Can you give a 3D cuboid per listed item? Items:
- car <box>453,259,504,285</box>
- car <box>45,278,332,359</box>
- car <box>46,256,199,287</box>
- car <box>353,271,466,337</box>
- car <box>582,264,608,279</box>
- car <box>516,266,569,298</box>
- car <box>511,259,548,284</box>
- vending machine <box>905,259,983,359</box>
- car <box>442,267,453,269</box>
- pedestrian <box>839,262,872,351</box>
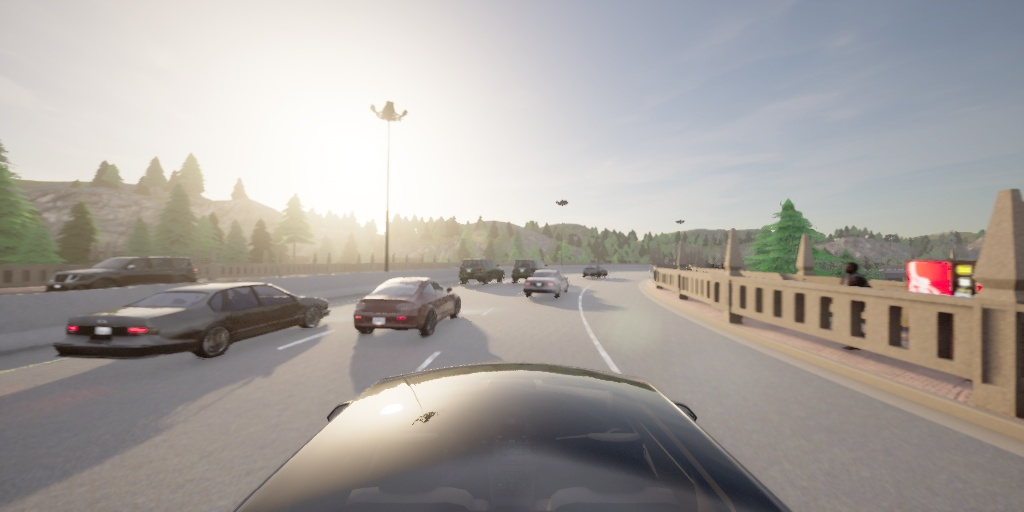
[{"bbox_3d":[-2.427,1.243,29.361,2.150,2.045,5.566,0,-1,17],"label":"car"},{"bbox_3d":[-6.580,1.316,8.451,2.033,1.411,5.357,0,-1,5],"label":"car"},{"bbox_3d":[-19.573,1.016,18.519,2.150,2.045,5.566,0,-1,9],"label":"car"},{"bbox_3d":[-2.843,1.343,10.498,1.812,1.442,4.674,0,-1,5],"label":"car"},{"bbox_3d":[9.289,1.685,39.843,2.128,1.511,4.902,0,-1,29],"label":"car"},{"bbox_3d":[2.039,1.495,20.247,2.033,1.411,5.357,0,-1,16],"label":"car"},{"bbox_3d":[1.676,1.277,30.628,2.150,2.045,5.566,0,-1,19],"label":"car"},{"bbox_3d":[7.996,1.050,6.342,1.100,2.100,0.880,0,0,4],"label":"vending machine"},{"bbox_3d":[-8.074,1.892,51.971,1.895,1.301,4.718,0,-1,29],"label":"car"},{"bbox_3d":[7.005,0.999,7.385,0.375,1.860,0.375,1,-1,5],"label":"pedestrian"}]
